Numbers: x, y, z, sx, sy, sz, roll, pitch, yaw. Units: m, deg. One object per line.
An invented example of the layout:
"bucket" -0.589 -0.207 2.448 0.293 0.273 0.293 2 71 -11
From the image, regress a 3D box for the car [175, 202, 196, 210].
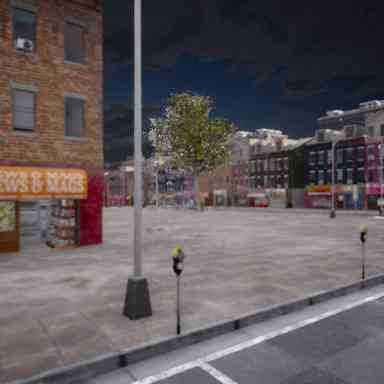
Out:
"car" -0.634 2.181 51.616 1.895 1.301 4.718 0 -1 -35
